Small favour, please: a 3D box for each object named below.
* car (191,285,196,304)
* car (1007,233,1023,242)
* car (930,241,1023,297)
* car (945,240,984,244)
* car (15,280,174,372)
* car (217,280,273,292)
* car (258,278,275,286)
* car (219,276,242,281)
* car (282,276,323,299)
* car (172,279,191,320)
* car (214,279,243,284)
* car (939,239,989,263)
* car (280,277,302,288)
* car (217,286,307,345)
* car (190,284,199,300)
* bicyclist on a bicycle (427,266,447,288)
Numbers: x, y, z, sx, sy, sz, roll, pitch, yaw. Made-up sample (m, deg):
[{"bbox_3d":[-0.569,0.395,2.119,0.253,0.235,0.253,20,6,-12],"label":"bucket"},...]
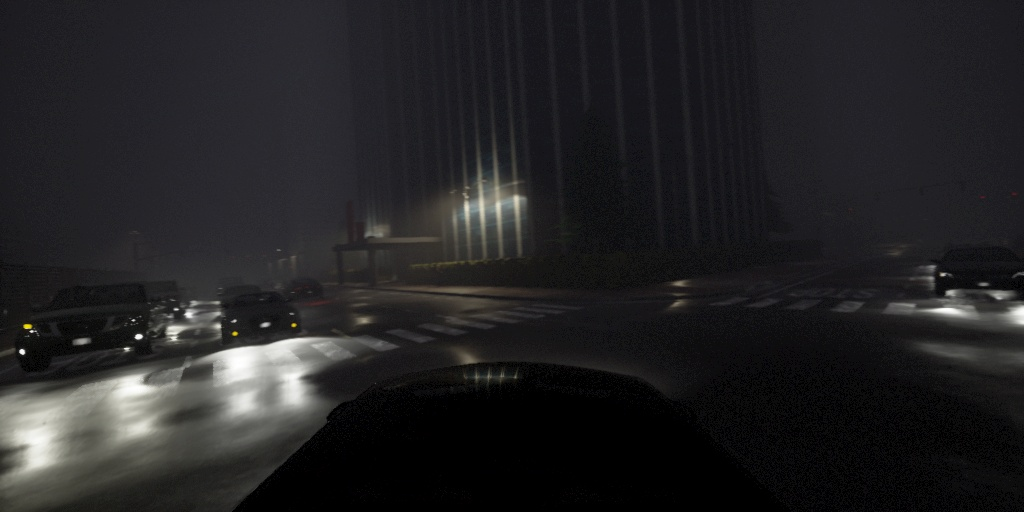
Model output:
[{"bbox_3d":[-24.882,3.134,26.411,1.895,1.301,4.718,-3,-1,-40],"label":"car"},{"bbox_3d":[41.883,-1.202,28.967,5.008,1.535,1.882,-3,-1,-40],"label":"car"},{"bbox_3d":[15.174,0.419,11.679,4.674,1.442,1.812,-3,-1,-39],"label":"car"},{"bbox_3d":[22.239,0.014,17.515,4.674,1.442,1.812,-3,-1,-39],"label":"car"},{"bbox_3d":[-11.888,1.789,10.586,2.150,2.045,5.566,-3,-1,-39],"label":"car"},{"bbox_3d":[-14.218,2.264,18.960,1.882,1.535,5.008,-3,-1,-40],"label":"car"},{"bbox_3d":[-31.922,3.626,46.199,1.882,1.535,5.008,-3,0,-39],"label":"car"},{"bbox_3d":[-26.883,2.945,34.329,2.150,2.045,5.566,-3,0,-39],"label":"car"},{"bbox_3d":[-15.002,2.370,25.720,1.882,1.535,5.008,-3,-1,-40],"label":"car"},{"bbox_3d":[-18.456,2.277,18.588,2.150,2.045,5.566,-3,-1,-39],"label":"car"},{"bbox_3d":[-20.247,2.726,26.272,2.128,1.511,4.902,-3,-1,-40],"label":"car"},{"bbox_3d":[29.961,-0.355,23.858,4.718,1.301,1.895,-3,-1,-39],"label":"car"},{"bbox_3d":[-31.468,3.761,51.026,1.895,1.301,4.718,-3,-1,-40],"label":"car"},{"bbox_3d":[-8.505,1.926,12.043,1.994,1.385,4.181,-3,-1,-40],"label":"car"},{"bbox_3d":[-31.867,3.544,34.924,2.128,1.511,4.902,-3,-1,-39],"label":"car"},{"bbox_3d":[-5.777,1.615,27.529,1.656,1.620,0.582,-4,0,-40],"label":"bicyclist on a bicycle"}]
